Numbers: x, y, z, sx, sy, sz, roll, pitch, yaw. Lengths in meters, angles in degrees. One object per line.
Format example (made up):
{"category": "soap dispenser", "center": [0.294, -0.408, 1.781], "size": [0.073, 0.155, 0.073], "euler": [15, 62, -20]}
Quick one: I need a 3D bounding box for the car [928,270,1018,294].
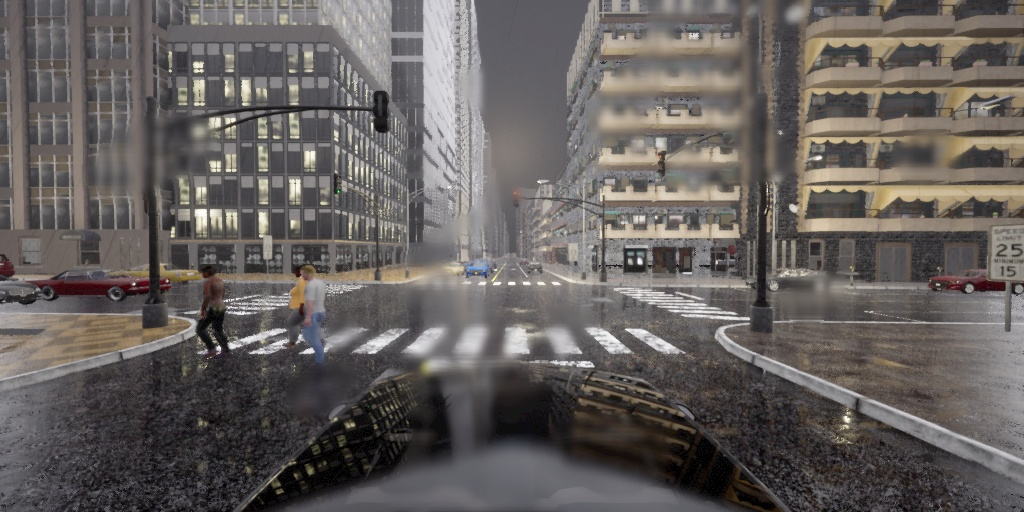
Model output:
{"category": "car", "center": [27.336, 1.462, 21.095], "size": [4.507, 1.381, 1.888], "euler": [0, 0, 1]}

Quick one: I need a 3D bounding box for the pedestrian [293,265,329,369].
{"category": "pedestrian", "center": [-3.502, 1.042, 6.335], "size": [0.375, 1.860, 0.375], "euler": [-1, 1, 0]}

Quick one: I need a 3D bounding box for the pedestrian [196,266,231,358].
{"category": "pedestrian", "center": [-5.800, 1.043, 6.920], "size": [0.375, 1.860, 0.375], "euler": [-1, 1, 0]}

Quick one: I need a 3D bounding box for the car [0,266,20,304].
{"category": "car", "center": [-20.309, 1.204, 13.322], "size": [4.403, 1.370, 2.007], "euler": [0, 0, 1]}

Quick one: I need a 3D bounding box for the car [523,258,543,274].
{"category": "car", "center": [2.612, 1.289, 41.672], "size": [2.007, 1.370, 4.403], "euler": [0, 0, 0]}

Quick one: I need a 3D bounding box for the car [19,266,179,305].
{"category": "car", "center": [-18.051, 1.231, 15.844], "size": [4.718, 1.301, 1.895], "euler": [0, 1, 1]}

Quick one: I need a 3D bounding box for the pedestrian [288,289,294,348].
{"category": "pedestrian", "center": [-4.409, 1.042, 7.590], "size": [0.375, 1.860, 0.375], "euler": [-1, 1, 0]}

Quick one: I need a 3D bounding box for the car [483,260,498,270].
{"category": "car", "center": [-3.190, 1.337, 54.330], "size": [1.895, 1.301, 4.718], "euler": [0, 0, 0]}

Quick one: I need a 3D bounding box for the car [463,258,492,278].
{"category": "car", "center": [-3.153, 1.218, 33.638], "size": [1.882, 1.535, 5.008], "euler": [0, 0, -1]}

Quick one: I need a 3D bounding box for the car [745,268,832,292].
{"category": "car", "center": [16.271, 1.375, 21.228], "size": [4.403, 1.370, 2.007], "euler": [0, 0, 1]}

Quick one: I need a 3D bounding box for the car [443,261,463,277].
{"category": "car", "center": [-5.757, 1.265, 35.832], "size": [1.751, 1.417, 4.829], "euler": [0, 0, 0]}

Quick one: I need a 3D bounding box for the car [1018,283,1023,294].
{"category": "car", "center": [21.694, 1.576, 12.783], "size": [4.313, 1.339, 1.948], "euler": [0, 0, 1]}

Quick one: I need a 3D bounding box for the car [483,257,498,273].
{"category": "car", "center": [-3.174, 1.229, 43.746], "size": [2.128, 1.511, 4.902], "euler": [0, 0, 0]}

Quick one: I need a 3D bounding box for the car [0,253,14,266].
{"category": "car", "center": [-33.653, 0.712, 21.834], "size": [5.009, 1.841, 2.192], "euler": [0, 0, 1]}

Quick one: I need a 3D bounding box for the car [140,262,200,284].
{"category": "car", "center": [-21.706, 1.029, 21.652], "size": [4.829, 1.417, 1.751], "euler": [0, 0, 1]}
